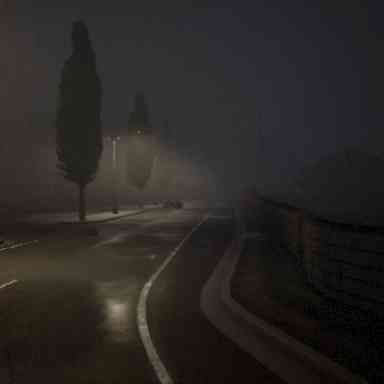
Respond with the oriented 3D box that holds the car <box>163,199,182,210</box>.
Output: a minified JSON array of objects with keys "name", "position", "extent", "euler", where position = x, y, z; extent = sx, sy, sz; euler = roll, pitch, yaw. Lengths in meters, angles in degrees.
[{"name":"car","position":[-2.405,1.589,43.123],"extent":[1.895,1.301,4.718],"euler":[-1,0,7]}]
